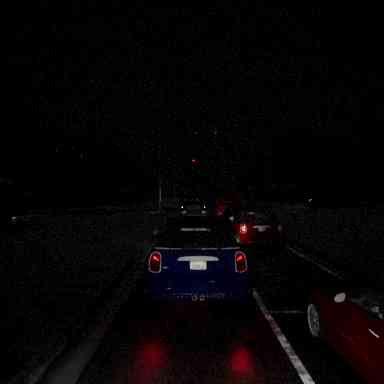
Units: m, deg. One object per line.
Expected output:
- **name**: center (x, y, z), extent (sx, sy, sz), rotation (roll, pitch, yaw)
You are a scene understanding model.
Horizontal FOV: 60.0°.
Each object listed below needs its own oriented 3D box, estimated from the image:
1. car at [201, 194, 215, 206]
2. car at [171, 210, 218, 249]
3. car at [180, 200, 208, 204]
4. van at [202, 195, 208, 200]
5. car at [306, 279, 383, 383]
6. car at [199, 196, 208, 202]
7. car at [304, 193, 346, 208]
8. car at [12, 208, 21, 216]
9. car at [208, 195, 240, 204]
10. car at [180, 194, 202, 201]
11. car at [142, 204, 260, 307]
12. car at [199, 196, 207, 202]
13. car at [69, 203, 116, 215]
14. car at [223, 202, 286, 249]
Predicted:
- **car**: center (2.666, 1.353, 57.004), extent (2.192, 1.841, 5.009), rotation (-1, 0, 0)
- **car**: center (0.106, 1.599, 15.517), extent (1.895, 1.301, 4.718), rotation (0, 0, 0)
- **car**: center (0.120, 1.566, 25.529), extent (1.994, 1.385, 4.181), rotation (0, 0, -1)
- **van**: center (2.662, 1.370, 51.598), extent (1.690, 1.788, 3.998), rotation (-1, 0, 0)
- **car**: center (2.632, 1.580, 3.626), extent (1.802, 1.307, 4.206), rotation (-1, 0, 0)
- **car**: center (2.685, 1.636, 78.629), extent (2.008, 1.369, 4.403), rotation (-1, 0, 0)
- **car**: center (15.846, 0.915, 39.923), extent (4.553, 1.767, 2.097), rotation (-1, 1, 0)
- **car**: center (-21.524, 2.119, 36.994), extent (4.674, 1.442, 1.812), rotation (-2, 1, 0)
- **car**: center (2.644, 1.317, 25.236), extent (2.192, 1.841, 5.009), rotation (-1, 0, 0)
- **car**: center (-0.438, 1.242, 47.080), extent (2.150, 2.045, 5.566), rotation (-1, 0, -8)
- **car**: center (0.075, 1.350, 8.154), extent (2.097, 1.767, 4.553), rotation (0, 0, -1)
- **car**: center (2.688, 1.644, 84.036), extent (1.887, 1.381, 4.507), rotation (-1, 0, 0)
- **car**: center (-10.986, 1.887, 36.977), extent (4.718, 1.301, 1.895), rotation (-2, 1, 0)
- **car**: center (2.638, 1.438, 14.431), extent (1.967, 1.590, 4.097), rotation (-1, 0, 0)
